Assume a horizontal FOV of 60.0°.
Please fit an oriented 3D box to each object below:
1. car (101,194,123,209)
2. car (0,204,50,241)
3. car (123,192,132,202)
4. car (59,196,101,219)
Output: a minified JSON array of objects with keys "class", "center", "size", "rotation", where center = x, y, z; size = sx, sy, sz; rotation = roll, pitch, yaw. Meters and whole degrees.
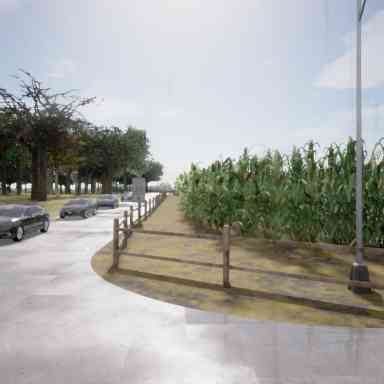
[{"class":"car","center":[-9.221,1.017,36.402],"size":[1.837,1.490,4.892],"rotation":[1,1,-2]},{"class":"car","center":[-8.365,1.353,15.739],"size":[1.837,1.490,4.892],"rotation":[1,1,-3]},{"class":"car","center":[-9.751,0.682,50.952],"size":[2.128,1.511,4.902],"rotation":[1,1,-2]},{"class":"car","center":[-8.798,1.211,26.050],"size":[1.837,1.490,4.892],"rotation":[1,1,-3]}]
